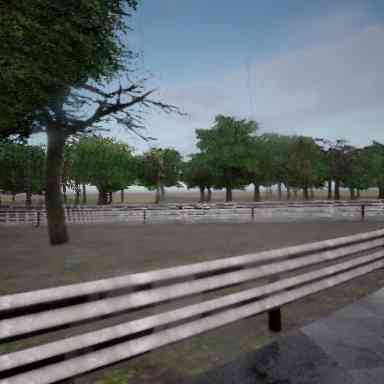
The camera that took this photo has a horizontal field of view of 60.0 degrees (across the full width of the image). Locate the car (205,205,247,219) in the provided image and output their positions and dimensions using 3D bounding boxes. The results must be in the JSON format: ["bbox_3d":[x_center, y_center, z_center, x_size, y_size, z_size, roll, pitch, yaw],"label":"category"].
[{"bbox_3d":[3.792,2.186,36.681,4.674,1.442,1.812,-1,0,2],"label":"car"}]

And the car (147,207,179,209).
[{"bbox_3d":[-3.531,1.991,40.400,4.181,1.385,1.994,-1,0,2],"label":"car"}]
